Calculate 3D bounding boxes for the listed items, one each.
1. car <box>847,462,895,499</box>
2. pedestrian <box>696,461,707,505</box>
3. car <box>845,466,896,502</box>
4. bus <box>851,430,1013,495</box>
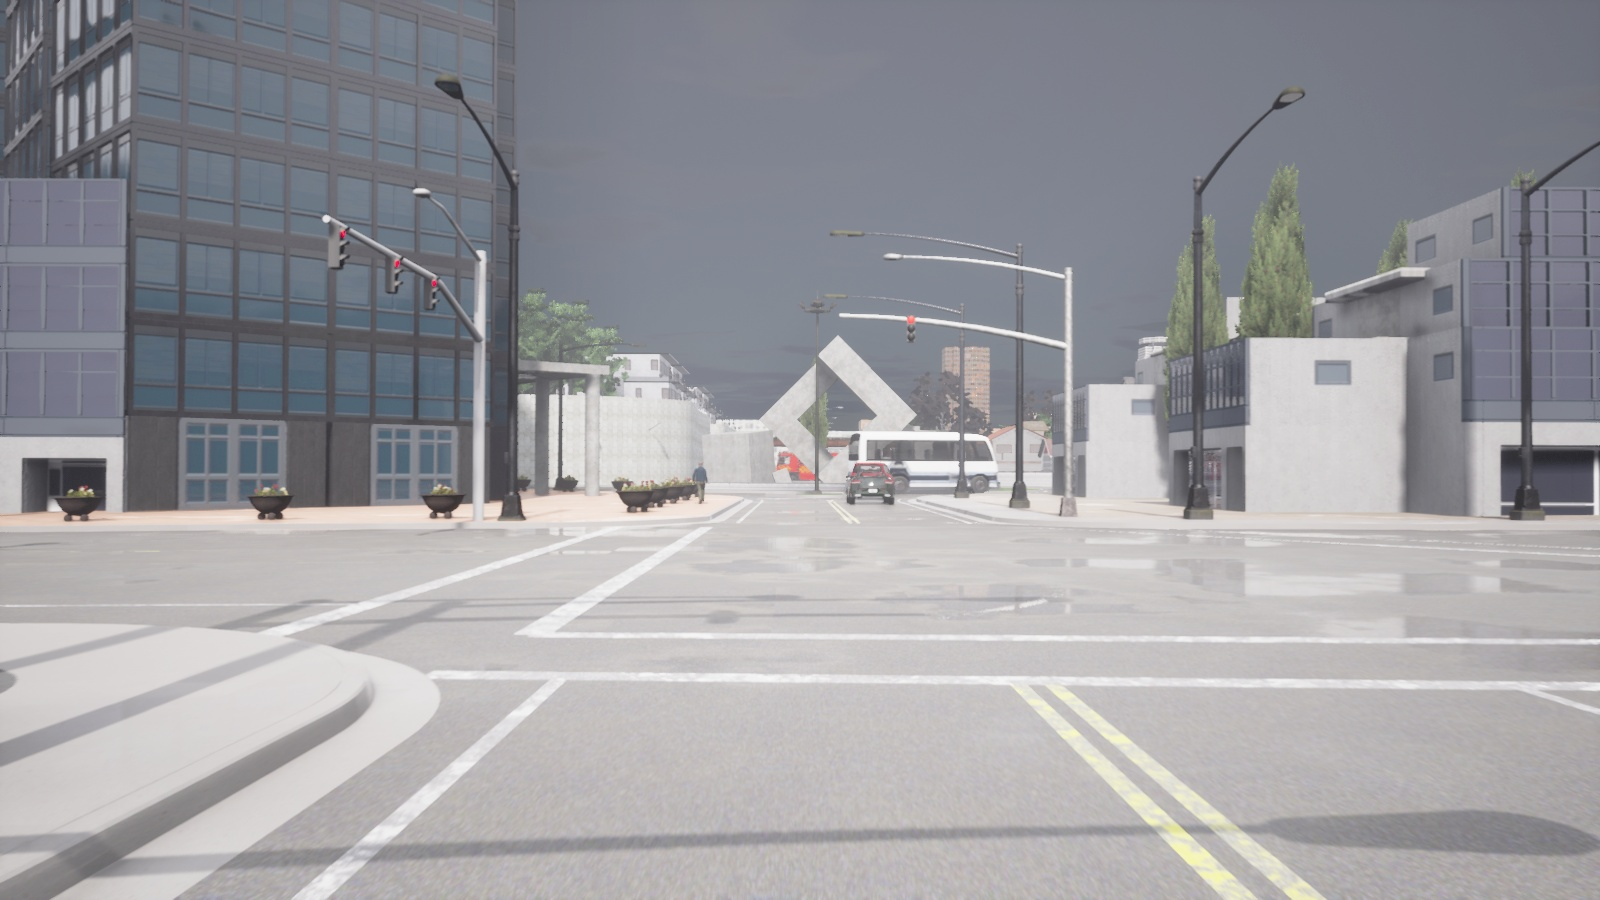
[{"bbox_3d":[4.070,1.706,70.893,2.150,2.045,5.566,0,-1,9],"label":"car"},{"bbox_3d":[-4.180,1.393,53.484,0.402,1.842,0.726,0,-1,1],"label":"pedestrian"},{"bbox_3d":[3.360,1.593,60.436,2.152,1.651,5.027,0,-1,0],"label":"car"},{"bbox_3d":[8.978,0.841,85.812,10.273,4.253,3.944,0,0,-13],"label":"bus"}]
